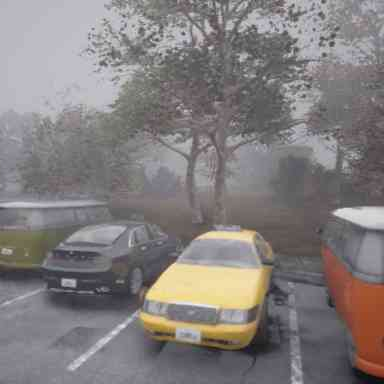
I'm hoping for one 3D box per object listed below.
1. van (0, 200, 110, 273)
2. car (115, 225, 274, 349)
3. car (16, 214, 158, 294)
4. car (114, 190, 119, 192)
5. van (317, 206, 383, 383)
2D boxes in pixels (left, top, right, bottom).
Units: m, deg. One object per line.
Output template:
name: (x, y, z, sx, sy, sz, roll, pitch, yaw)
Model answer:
van: (-4.044, 1.262, 10.449, 1.878, 1.987, 4.442, 0, -1, 16)
car: (0.676, 1.479, 6.734, 1.946, 1.575, 5.366, 1, -1, 16)
car: (-1.678, 1.485, 8.618, 2.231, 1.521, 4.892, 0, -1, 16)
car: (-12.141, -0.965, 59.183, 2.150, 2.045, 5.566, 1, 5, 37)
van: (3.150, 1.262, 5.318, 1.878, 1.987, 4.442, 0, -1, 15)
